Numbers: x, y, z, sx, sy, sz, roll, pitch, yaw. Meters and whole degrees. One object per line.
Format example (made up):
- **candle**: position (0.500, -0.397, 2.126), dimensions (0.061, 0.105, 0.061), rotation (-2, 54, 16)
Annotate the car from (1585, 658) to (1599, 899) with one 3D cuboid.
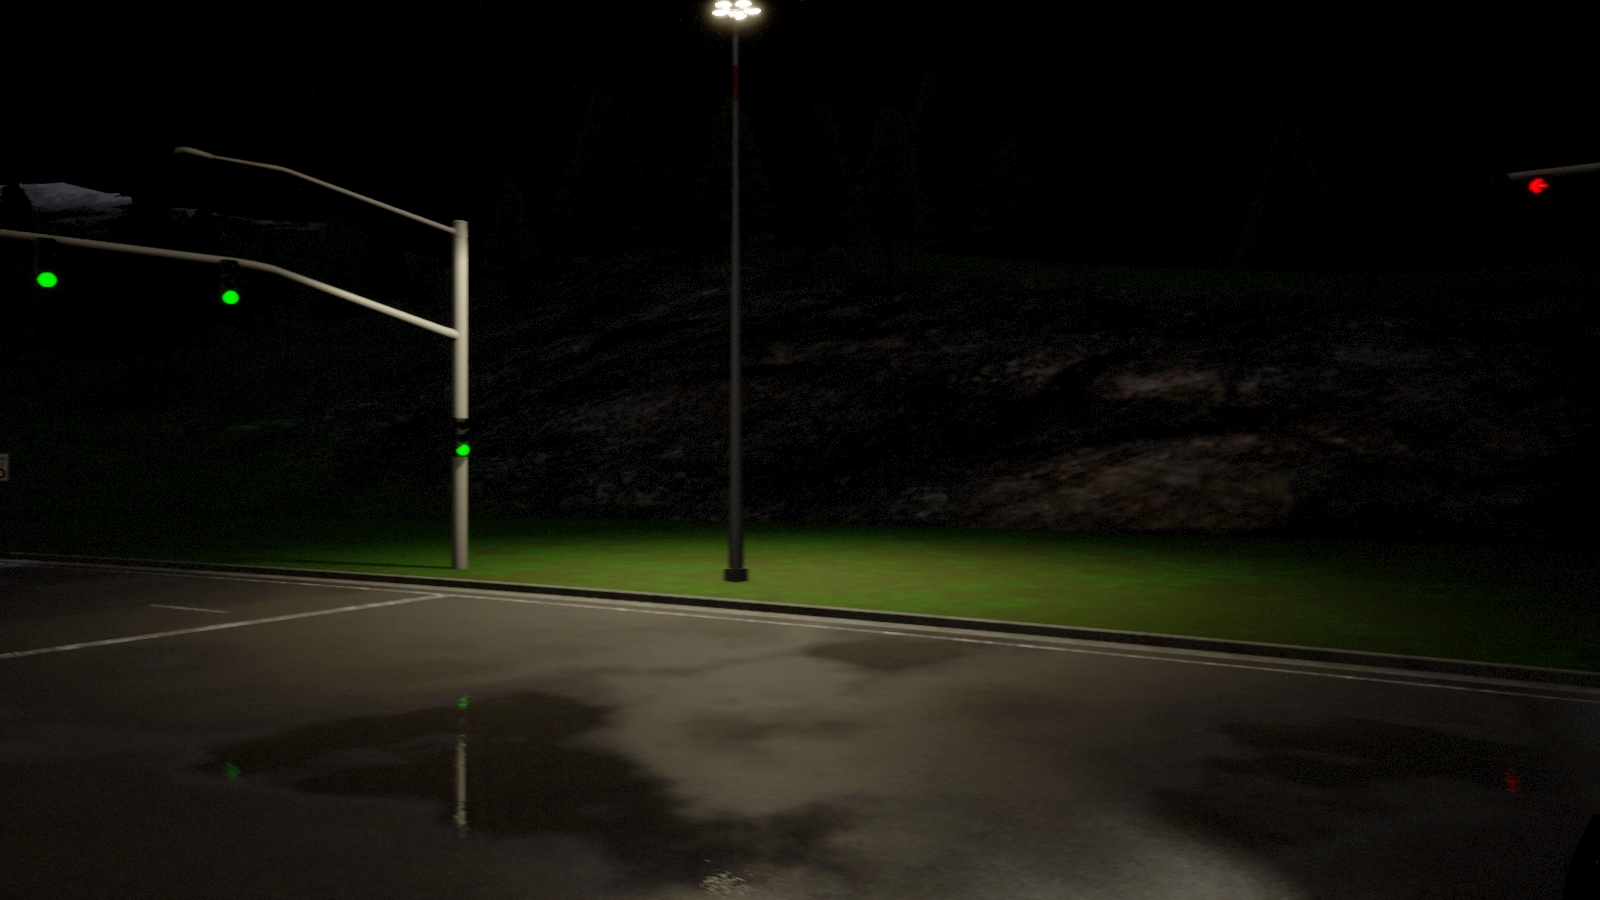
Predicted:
- **car**: position (5.950, 1.980, 4.010), dimensions (5.238, 1.638, 2.097), rotation (0, 0, 35)
